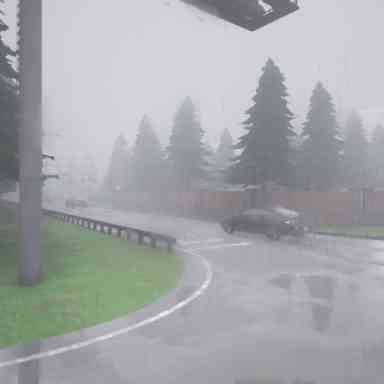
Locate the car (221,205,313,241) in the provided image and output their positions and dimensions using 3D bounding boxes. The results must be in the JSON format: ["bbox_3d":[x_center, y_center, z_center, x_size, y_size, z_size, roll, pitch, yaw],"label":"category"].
[{"bbox_3d":[3.344,1.344,15.478,1.812,1.442,4.674,-1,0,-35],"label":"car"}]

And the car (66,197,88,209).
[{"bbox_3d":[-14.939,1.352,43.091,1.812,1.442,4.674,0,0,-34],"label":"car"}]
